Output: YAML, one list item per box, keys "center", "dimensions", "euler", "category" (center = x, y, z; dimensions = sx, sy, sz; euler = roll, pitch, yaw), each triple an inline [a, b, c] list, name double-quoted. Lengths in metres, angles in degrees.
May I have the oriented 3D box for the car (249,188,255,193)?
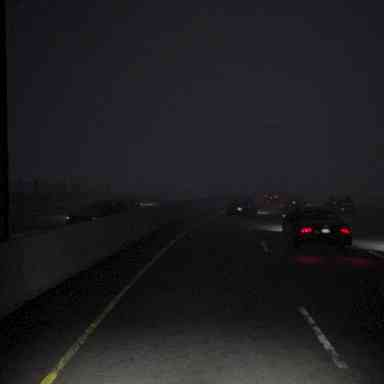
- center: [12.820, -0.148, 65.124]
  dimensions: [1.837, 1.490, 4.892]
  euler: [1, 1, 36]
  category: "car"

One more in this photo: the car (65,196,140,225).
- center: [-5.020, 1.157, 18.990]
  dimensions: [2.033, 1.411, 5.357]
  euler: [0, 1, 11]
  category: "car"

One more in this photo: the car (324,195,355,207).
- center: [11.489, 0.977, 25.970]
  dimensions: [2.128, 1.511, 4.902]
  euler: [0, 1, 18]
  category: "car"

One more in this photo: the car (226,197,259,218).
- center: [3.748, 1.075, 24.364]
  dimensions: [1.994, 1.385, 4.181]
  euler: [0, 1, 16]
  category: "car"

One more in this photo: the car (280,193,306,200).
- center: [10.151, 0.917, 32.501]
  dimensions: [1.994, 1.385, 4.181]
  euler: [0, 1, 22]
  category: "car"

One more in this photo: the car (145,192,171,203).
- center: [-4.598, 0.673, 43.021]
  dimensions: [2.033, 1.411, 5.357]
  euler: [1, 1, 24]
  category: "car"

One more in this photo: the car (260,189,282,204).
- center: [10.424, 0.674, 41.548]
  dimensions: [2.163, 1.488, 4.792]
  euler: [1, 1, 27]
  category: "car"

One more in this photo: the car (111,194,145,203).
- center: [-6.223, 0.894, 28.507]
  dimensions: [1.882, 1.535, 5.008]
  euler: [0, 1, 17]
  category: "car"

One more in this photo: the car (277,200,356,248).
- center: [4.788, 1.280, 13.371]
  dimensions: [2.033, 1.411, 5.357]
  euler: [0, 1, 9]
  category: "car"

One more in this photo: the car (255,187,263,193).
- center: [13.901, 0.161, 60.668]
  dimensions: [2.097, 1.767, 4.553]
  euler: [1, 1, 36]
  category: "car"
